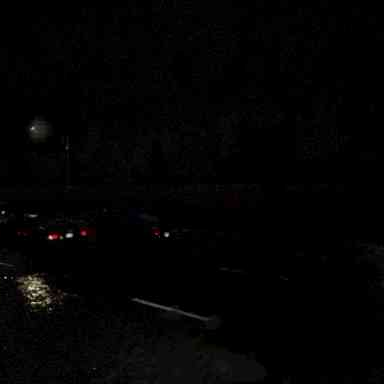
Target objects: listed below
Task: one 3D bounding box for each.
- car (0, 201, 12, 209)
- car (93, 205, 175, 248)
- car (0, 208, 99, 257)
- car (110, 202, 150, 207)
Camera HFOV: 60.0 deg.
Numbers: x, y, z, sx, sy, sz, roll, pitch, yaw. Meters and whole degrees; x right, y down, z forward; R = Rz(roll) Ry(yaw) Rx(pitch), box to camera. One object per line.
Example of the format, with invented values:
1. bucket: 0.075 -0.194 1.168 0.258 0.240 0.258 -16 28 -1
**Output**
1. car: -18.589 1.537 30.911 4.892 1.490 1.837 0 0 37
2. car: -2.868 1.539 14.850 4.674 1.442 1.812 0 0 37
3. car: -6.266 1.561 13.030 5.357 1.411 2.033 0 0 37
4. car: -4.288 1.371 20.281 4.553 1.767 2.097 0 0 37
